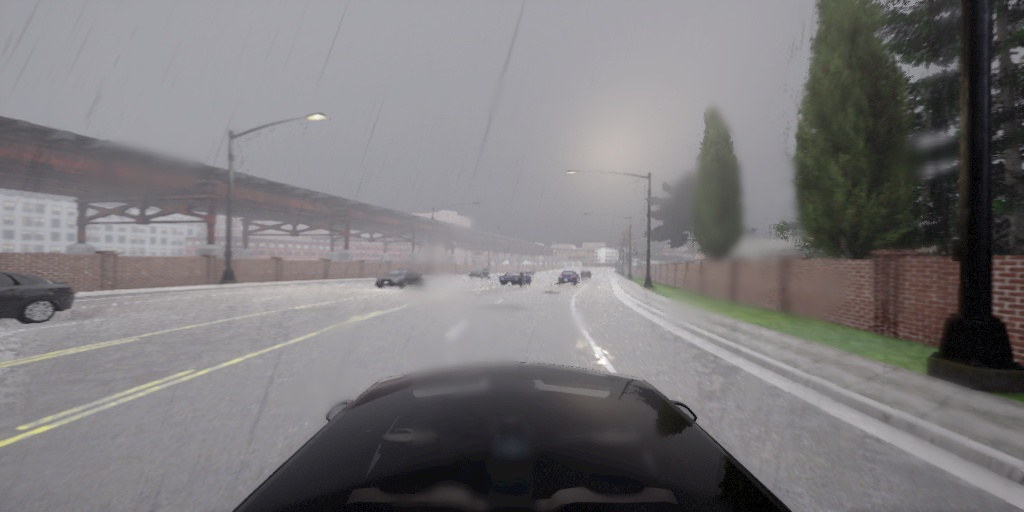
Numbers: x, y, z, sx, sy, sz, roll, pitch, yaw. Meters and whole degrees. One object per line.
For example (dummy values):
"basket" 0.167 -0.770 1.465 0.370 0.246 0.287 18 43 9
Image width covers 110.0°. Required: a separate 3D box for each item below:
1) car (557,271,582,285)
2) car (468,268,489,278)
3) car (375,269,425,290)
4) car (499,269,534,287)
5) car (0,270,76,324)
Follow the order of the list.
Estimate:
"car" 5.891 2.236 37.134 1.812 1.442 4.674 1 -2 16
"car" -4.729 2.422 51.901 1.837 1.490 4.892 1 -2 15
"car" -7.892 1.617 25.648 1.994 1.385 4.181 1 -2 13
"car" 0.436 2.033 31.980 1.895 1.301 4.718 1 -2 16
"car" -13.800 1.068 8.403 1.837 1.490 4.892 1 -1 3
